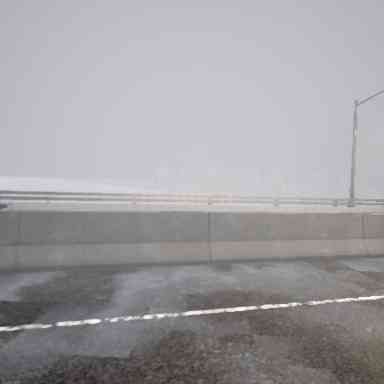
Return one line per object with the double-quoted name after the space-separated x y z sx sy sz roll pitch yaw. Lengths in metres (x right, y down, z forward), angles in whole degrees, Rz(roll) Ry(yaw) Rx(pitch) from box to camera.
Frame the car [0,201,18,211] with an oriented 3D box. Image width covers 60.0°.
-11.028 0.729 15.210 5.357 1.411 2.033 1 2 -17 "car"
